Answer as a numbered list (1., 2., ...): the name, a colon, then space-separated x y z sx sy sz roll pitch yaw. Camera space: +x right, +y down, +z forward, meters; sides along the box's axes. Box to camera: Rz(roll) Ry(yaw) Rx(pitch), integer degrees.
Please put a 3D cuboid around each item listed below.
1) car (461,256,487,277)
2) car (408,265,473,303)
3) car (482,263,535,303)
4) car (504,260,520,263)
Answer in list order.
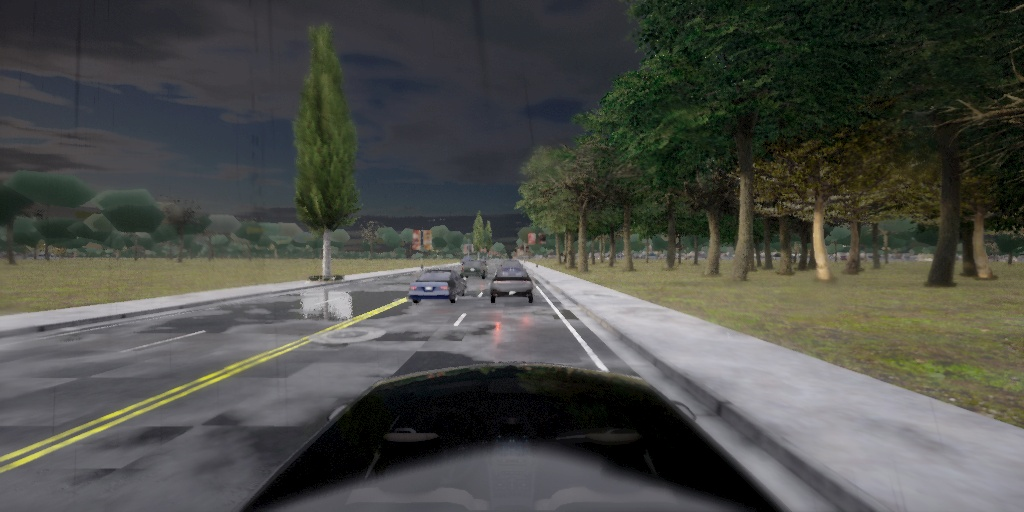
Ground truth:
1. car: -3.250 1.129 31.471 2.097 1.767 4.553 0 0 0
2. car: -3.250 1.315 16.501 2.033 1.411 5.357 0 0 0
3. car: 0.000 1.247 16.501 2.128 1.511 4.902 0 0 0
4. car: 0.000 1.130 31.471 2.097 1.767 4.553 0 0 0
